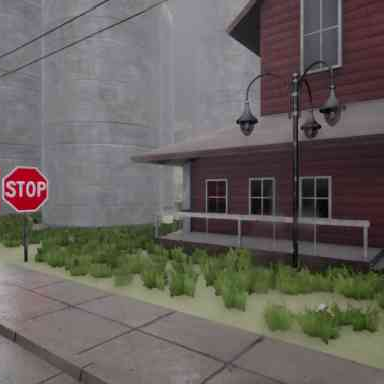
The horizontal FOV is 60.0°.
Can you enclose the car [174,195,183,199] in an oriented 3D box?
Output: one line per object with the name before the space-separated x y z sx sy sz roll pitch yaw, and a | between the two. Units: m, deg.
car | -3.396 1.506 86.131 4.193 1.474 1.816 0 0 37
